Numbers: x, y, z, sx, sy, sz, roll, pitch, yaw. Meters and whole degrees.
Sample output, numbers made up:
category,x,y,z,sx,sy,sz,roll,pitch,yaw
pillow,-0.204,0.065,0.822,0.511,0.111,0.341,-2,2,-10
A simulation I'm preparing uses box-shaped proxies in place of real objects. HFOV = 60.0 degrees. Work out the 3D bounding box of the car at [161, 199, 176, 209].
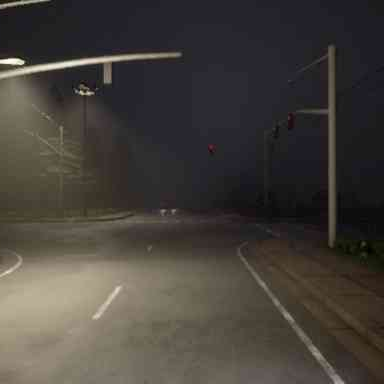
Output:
category,x,y,z,sx,sy,sz,roll,pitch,yaw
car,-3.472,1.785,49.831,1.882,1.535,5.008,0,0,0
